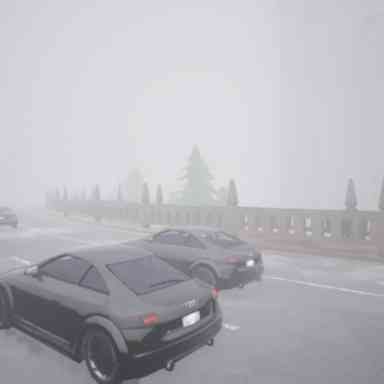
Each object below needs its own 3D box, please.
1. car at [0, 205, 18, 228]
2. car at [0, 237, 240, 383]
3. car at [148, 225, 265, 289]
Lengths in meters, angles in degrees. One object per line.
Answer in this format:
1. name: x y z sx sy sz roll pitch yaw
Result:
1. car: -12.654 1.574 21.487 2.033 1.411 5.357 0 0 -38
2. car: -1.582 1.580 5.464 4.181 1.385 1.994 0 0 38
3. car: -0.224 1.592 8.857 4.181 1.385 1.994 0 0 39
